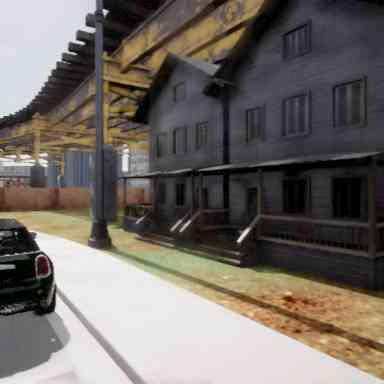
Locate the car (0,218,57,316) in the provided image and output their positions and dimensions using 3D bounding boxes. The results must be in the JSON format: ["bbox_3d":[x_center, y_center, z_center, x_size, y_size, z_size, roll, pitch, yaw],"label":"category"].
[{"bbox_3d":[-4.326,1.322,6.893,2.097,1.767,4.553,0,0,-34],"label":"car"}]
